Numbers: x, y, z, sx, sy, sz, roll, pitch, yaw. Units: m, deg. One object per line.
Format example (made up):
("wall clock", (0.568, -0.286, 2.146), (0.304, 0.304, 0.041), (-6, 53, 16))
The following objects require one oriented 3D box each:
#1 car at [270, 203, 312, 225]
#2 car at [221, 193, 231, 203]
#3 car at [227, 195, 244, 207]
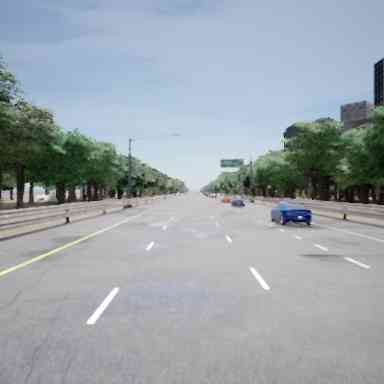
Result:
("car", (7.031, 1.509, 24.051), (1.882, 1.535, 5.008), (0, 0, 0))
("car", (7.271, 1.390, 70.978), (2.097, 1.767, 4.553), (0, 0, 0))
("car", (7.153, 1.566, 53.262), (1.812, 1.442, 4.674), (0, 0, 0))
